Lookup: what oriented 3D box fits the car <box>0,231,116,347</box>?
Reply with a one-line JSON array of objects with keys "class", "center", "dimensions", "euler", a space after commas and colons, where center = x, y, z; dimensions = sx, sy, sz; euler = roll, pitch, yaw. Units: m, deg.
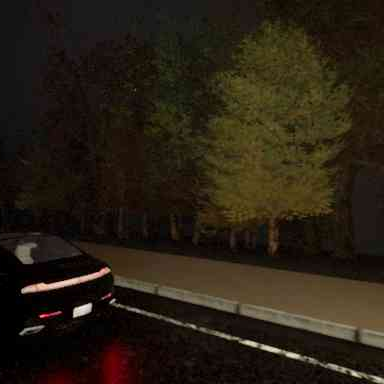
[{"class": "car", "center": [-3.561, 1.496, 6.220], "dimensions": [4.902, 1.511, 2.128], "euler": [0, 0, 35]}]
